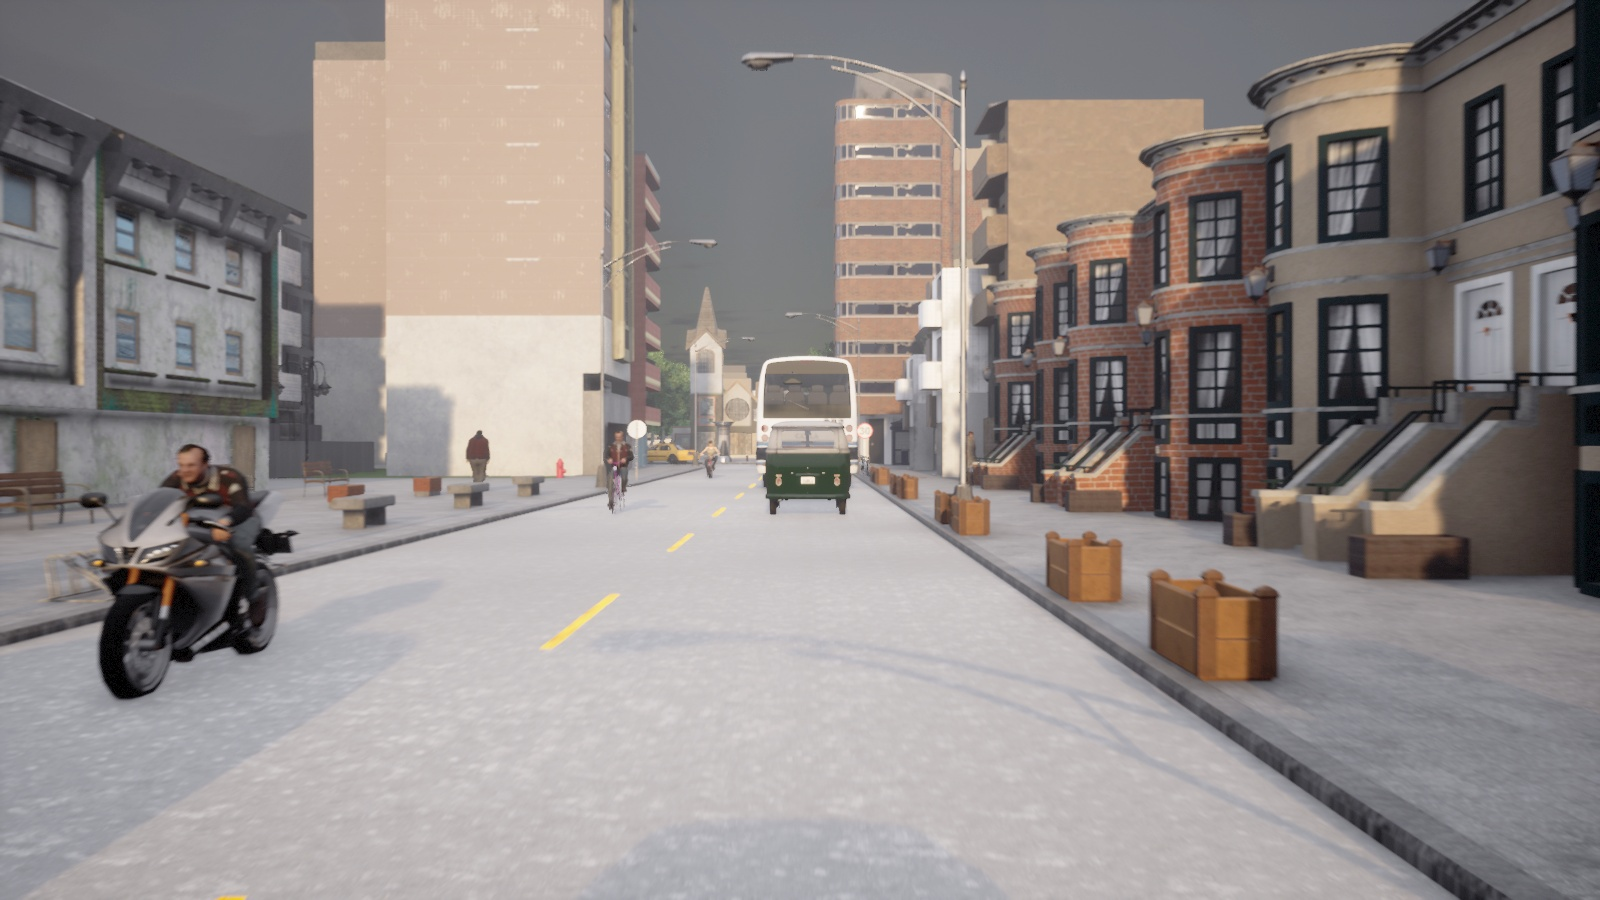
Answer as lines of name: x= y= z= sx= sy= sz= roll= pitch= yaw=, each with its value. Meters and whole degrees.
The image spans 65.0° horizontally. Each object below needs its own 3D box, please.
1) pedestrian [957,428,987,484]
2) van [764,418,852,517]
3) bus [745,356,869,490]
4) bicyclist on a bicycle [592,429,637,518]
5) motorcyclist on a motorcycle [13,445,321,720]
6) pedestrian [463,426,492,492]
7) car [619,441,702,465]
pedestrian: x=6.101 y=0.211 z=44.622 sx=0.659 sy=1.952 sz=0.873 roll=0 pitch=0 yaw=-28
van: x=0.171 y=0.345 z=27.531 sx=1.775 sy=1.987 sz=4.442 roll=0 pitch=0 yaw=0
bus: x=0.244 y=-0.881 z=44.869 sx=3.944 sy=4.253 sz=10.273 roll=0 pitch=0 yaw=0
bicyclist on a bicycle: x=-3.837 y=0.467 z=26.116 sx=0.659 sy=1.776 sz=1.843 roll=0 pitch=0 yaw=0
motorcyclist on a motorcycle: x=-3.939 y=0.733 z=8.081 sx=0.866 sy=1.530 sz=2.191 roll=0 pitch=0 yaw=0
pedestrian: x=-9.142 y=0.249 z=35.626 sx=0.634 sy=1.844 sz=0.899 roll=0 pitch=0 yaw=-2
car: x=-9.548 y=0.195 z=86.181 sx=5.366 sy=1.575 sz=1.801 roll=0 pitch=1 yaw=15
